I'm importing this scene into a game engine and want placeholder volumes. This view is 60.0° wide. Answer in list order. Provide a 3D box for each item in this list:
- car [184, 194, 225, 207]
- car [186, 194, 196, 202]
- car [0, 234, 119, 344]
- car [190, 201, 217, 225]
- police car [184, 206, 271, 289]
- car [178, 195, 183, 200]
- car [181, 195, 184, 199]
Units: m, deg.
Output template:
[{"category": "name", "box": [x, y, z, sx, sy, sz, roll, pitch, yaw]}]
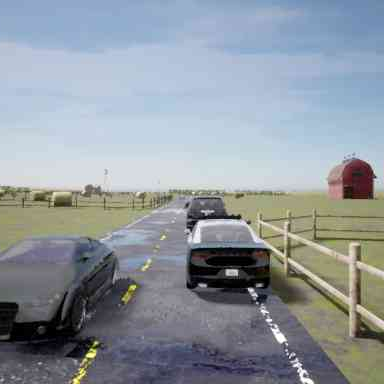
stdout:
[{"category": "car", "box": [0.779, 1.222, 19.236, 2.150, 2.045, 5.566, 0, 0, 0]}, {"category": "car", "box": [-0.165, 1.257, 71.649, 2.097, 1.767, 4.553, 0, 0, 0]}, {"category": "car", "box": [-2.765, 1.563, 6.493, 1.994, 1.385, 4.181, 0, 0, 0]}, {"category": "car", "box": [0.765, 1.501, 25.206, 1.837, 1.490, 4.892, 0, 0, 0]}, {"category": "police car", "box": [0.802, 1.424, 9.316, 1.930, 1.638, 5.238, 0, 0, 0]}, {"category": "car", "box": [-2.967, 1.491, 94.300, 1.812, 1.442, 4.674, 0, 0, 0]}, {"category": "car", "box": [-0.078, 1.540, 46.056, 2.033, 1.411, 5.357, 0, 0, 0]}]
